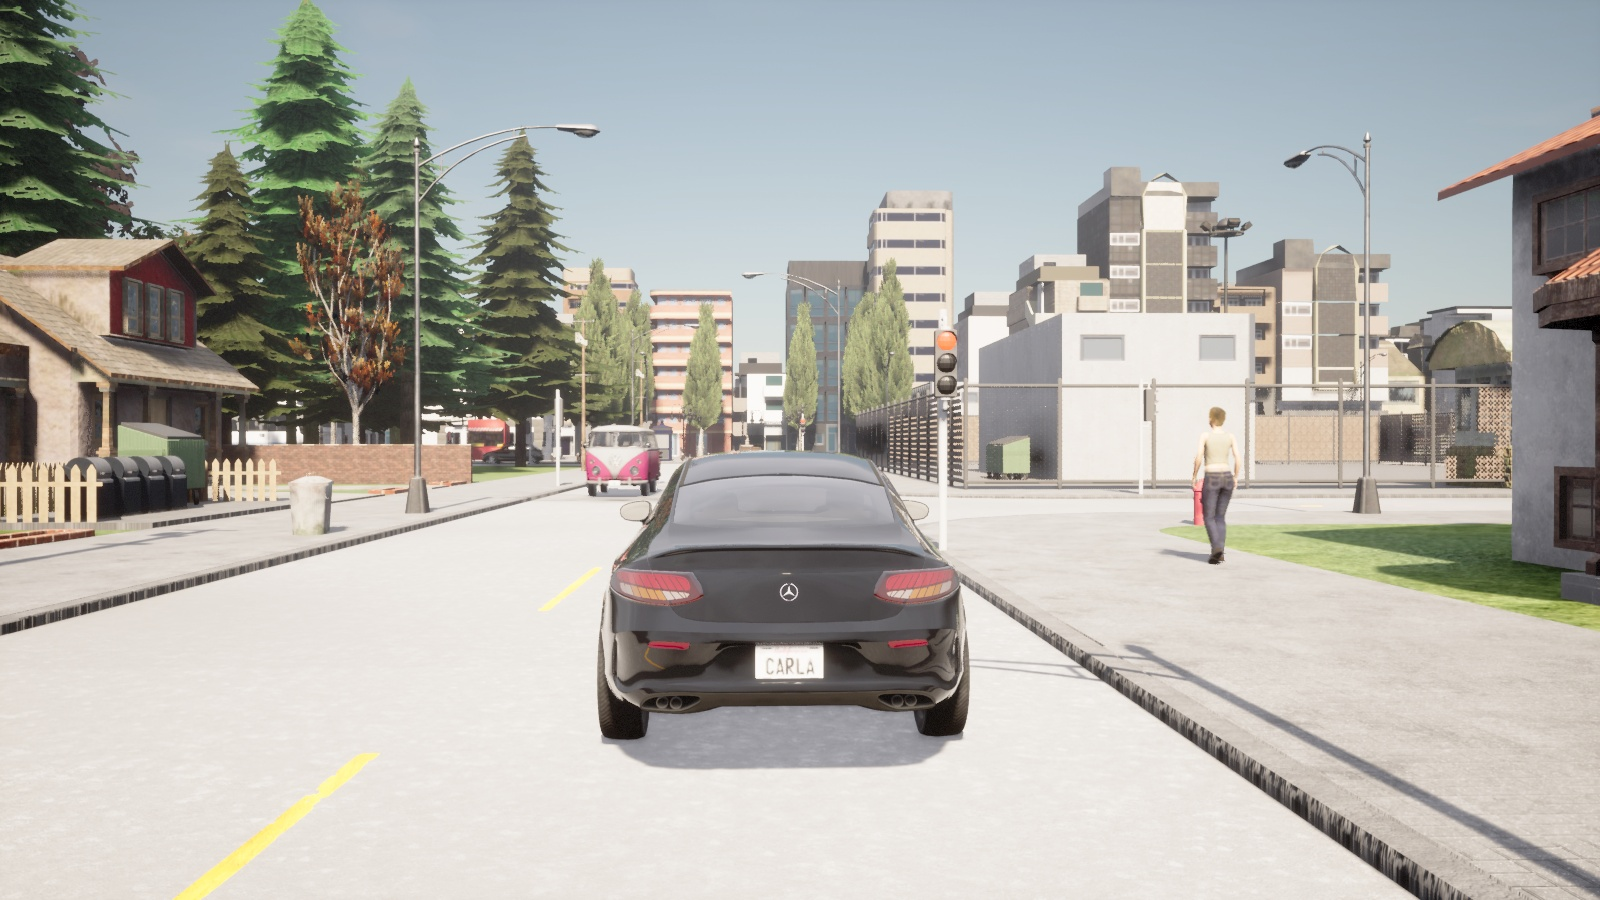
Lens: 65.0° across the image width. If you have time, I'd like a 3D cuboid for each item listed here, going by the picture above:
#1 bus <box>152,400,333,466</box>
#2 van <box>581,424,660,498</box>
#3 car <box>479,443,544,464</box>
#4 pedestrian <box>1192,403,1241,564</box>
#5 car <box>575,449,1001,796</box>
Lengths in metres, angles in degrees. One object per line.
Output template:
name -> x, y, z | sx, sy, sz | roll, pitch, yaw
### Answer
bus -> -36.825, -1.130, 83.327 | 10.273, 4.253, 3.944 | 0, 0, -2
van -> -5.087, 0.291, 36.116 | 1.775, 1.987, 4.442 | 0, 0, -2
car -> -20.171, 0.248, 87.901 | 4.193, 1.474, 1.816 | 0, 0, -2
pedestrian -> 4.832, 0.378, 14.577 | 0.345, 1.836, 0.594 | 0, 0, -3
car -> -0.142, 0.729, 7.674 | 1.812, 1.442, 4.674 | 0, 0, -2
